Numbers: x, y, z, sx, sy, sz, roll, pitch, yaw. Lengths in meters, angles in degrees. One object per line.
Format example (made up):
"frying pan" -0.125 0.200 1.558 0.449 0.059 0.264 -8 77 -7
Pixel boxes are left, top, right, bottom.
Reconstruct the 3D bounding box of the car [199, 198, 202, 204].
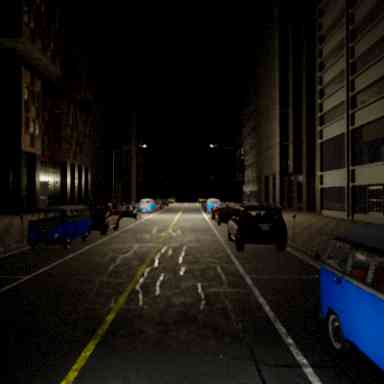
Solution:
"car" 2.713 2.172 59.886 1.752 1.417 4.829 0 -1 0

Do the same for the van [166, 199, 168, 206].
"van" -5.812 1.985 59.704 1.690 1.788 3.998 0 -1 0

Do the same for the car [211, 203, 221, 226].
"car" 2.741 1.825 26.063 1.887 1.381 4.507 0 -1 0

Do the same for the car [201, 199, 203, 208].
"car" 2.723 2.068 48.498 1.887 1.381 4.507 0 -1 0

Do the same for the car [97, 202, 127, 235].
"car" -5.779 1.535 20.440 2.192 1.841 5.009 0 -1 0

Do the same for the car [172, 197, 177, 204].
"car" -5.836 2.536 87.746 1.947 1.339 4.313 0 -1 0

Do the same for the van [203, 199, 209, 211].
"van" 2.728 1.803 42.892 1.690 1.788 3.998 0 -1 0

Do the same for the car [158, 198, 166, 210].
"car" -5.807 2.024 54.094 1.967 1.590 4.097 0 -1 0

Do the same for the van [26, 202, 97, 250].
"van" -5.774 1.500 14.830 1.690 1.788 3.998 0 -1 0

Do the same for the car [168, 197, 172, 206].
"car" -5.821 2.294 70.749 1.752 1.417 4.829 0 -1 0

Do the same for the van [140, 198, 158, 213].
"van" -5.798 1.803 42.876 1.690 1.788 3.998 0 -1 0

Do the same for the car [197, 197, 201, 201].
"car" 2.690 2.521 87.759 2.008 1.369 4.403 0 -1 0

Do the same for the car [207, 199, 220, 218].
"car" 2.737 1.781 31.673 1.967 1.590 4.097 0 -1 0

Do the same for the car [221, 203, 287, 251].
"car" 2.751 1.475 14.848 2.192 1.841 5.009 0 -1 0

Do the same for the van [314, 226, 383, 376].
"van" 2.760 1.381 3.630 1.690 1.788 3.998 0 -1 0

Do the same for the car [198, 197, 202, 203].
"car" 2.708 2.234 65.495 1.752 1.417 4.829 0 -1 0

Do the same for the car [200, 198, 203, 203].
"car" 2.718 2.150 54.107 1.947 1.339 4.313 0 -1 0

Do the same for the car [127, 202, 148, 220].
"car" -5.788 1.891 31.655 2.008 1.369 4.403 0 -1 0
